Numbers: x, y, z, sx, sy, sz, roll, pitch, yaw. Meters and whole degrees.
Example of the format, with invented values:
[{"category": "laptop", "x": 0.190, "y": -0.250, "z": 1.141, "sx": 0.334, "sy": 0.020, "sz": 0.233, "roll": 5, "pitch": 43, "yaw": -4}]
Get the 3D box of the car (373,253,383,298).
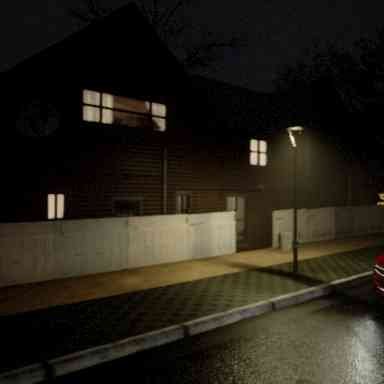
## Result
[{"category": "car", "x": 5.891, "y": 1.474, "z": 7.269, "sx": 5.008, "sy": 1.535, "sz": 1.882, "roll": 0, "pitch": 0, "yaw": -35}]
